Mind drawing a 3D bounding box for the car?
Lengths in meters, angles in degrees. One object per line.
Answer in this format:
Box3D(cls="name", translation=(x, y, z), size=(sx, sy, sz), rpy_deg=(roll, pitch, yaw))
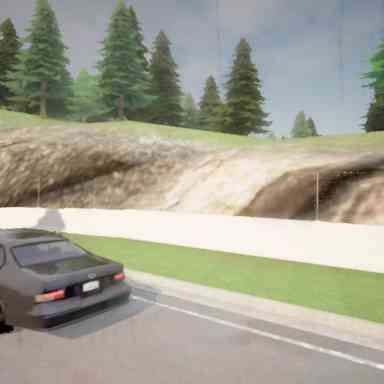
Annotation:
Box3D(cls="car", translation=(-3.602, 1.451, 6.550), size=(5.357, 1.411, 2.033), rpy_deg=(1, 1, 35))
